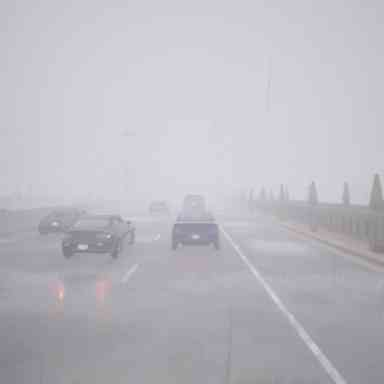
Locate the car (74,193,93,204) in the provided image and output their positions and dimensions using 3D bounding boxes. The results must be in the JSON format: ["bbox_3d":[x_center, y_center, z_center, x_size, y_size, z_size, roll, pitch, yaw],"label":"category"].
[{"bbox_3d":[-20.817,1.258,63.878,2.150,2.045,5.566,0,0,0],"label":"car"}]

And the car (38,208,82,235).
[{"bbox_3d":[-6.849,1.568,18.653,1.994,1.385,4.181,0,0,0],"label":"car"}]

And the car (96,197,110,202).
[{"bbox_3d":[-17.311,1.640,65.389,1.895,1.301,4.718,0,0,0],"label":"car"}]

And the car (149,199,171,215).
[{"bbox_3d":[-3.302,1.506,34.546,2.128,1.511,4.902,0,0,0],"label":"car"}]

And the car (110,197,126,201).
[{"bbox_3d":[-13.820,1.642,64.021,1.895,1.301,4.718,0,0,0],"label":"car"}]

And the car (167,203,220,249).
[{"bbox_3d":[0.140,1.485,14.656,1.882,1.535,5.008,0,0,0],"label":"car"}]

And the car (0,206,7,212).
[{"bbox_3d":[-14.037,1.602,22.362,1.895,1.301,4.718,0,0,0],"label":"car"}]

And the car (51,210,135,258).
[{"bbox_3d":[-3.378,1.530,12.586,1.812,1.442,4.674,0,0,0],"label":"car"}]

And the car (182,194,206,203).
[{"bbox_3d":[0.195,1.238,33.822,2.150,2.045,5.566,0,0,0],"label":"car"}]
